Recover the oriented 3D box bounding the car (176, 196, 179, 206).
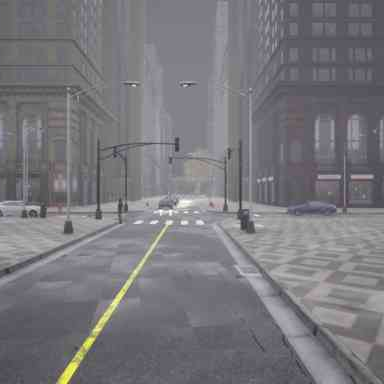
[{"bbox_3d":[-3.502,1.354,54.458,2.097,1.767,4.553,0,0,0],"label":"car"}]

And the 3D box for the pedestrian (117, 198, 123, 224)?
[{"bbox_3d":[-4.990,1.293,23.057,0.375,1.860,0.375,0,0,0],"label":"pedestrian"}]

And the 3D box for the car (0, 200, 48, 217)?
[{"bbox_3d":[-15.062,1.474,29.056,4.674,1.442,1.812,0,0,-2],"label":"car"}]

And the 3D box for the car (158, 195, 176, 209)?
[{"bbox_3d":[-3.455,1.546,44.409,2.033,1.411,5.357,0,0,-3],"label":"car"}]

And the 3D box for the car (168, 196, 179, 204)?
[{"bbox_3d":[-3.533,1.538,64.786,1.812,1.442,4.674,0,0,0],"label":"car"}]

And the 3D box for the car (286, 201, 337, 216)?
[{"bbox_3d":[11.633,1.564,32.455,4.674,1.442,1.812,0,0,1],"label":"car"}]
